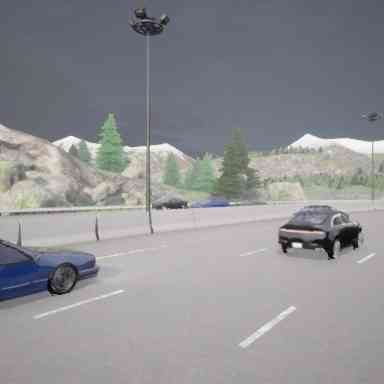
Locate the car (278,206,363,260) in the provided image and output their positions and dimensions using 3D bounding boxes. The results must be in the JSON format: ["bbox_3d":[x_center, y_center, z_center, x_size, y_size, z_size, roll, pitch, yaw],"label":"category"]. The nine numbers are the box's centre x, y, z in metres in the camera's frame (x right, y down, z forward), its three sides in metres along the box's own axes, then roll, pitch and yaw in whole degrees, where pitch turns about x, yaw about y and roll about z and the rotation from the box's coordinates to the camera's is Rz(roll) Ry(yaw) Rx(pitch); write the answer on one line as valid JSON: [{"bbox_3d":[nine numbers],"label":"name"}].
[{"bbox_3d":[4.964,1.491,12.540,2.128,1.511,4.902,0,0,40],"label":"car"}]

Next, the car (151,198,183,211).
[{"bbox_3d":[-2.662,1.477,40.275,5.008,1.535,1.882,0,0,-43],"label":"car"}]

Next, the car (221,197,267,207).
[{"bbox_3d":[5.671,1.491,33.709,4.902,1.511,2.128,0,0,-43],"label":"car"}]

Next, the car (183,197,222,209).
[{"bbox_3d":[1.843,1.477,34.912,5.008,1.535,1.882,0,0,-44],"label":"car"}]

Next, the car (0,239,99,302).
[{"bbox_3d":[-4.475,1.547,6.413,2.033,1.411,5.357,0,0,37],"label":"car"}]

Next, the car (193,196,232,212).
[{"bbox_3d":[2.552,1.352,40.319,4.553,1.767,2.097,0,0,-42],"label":"car"}]
